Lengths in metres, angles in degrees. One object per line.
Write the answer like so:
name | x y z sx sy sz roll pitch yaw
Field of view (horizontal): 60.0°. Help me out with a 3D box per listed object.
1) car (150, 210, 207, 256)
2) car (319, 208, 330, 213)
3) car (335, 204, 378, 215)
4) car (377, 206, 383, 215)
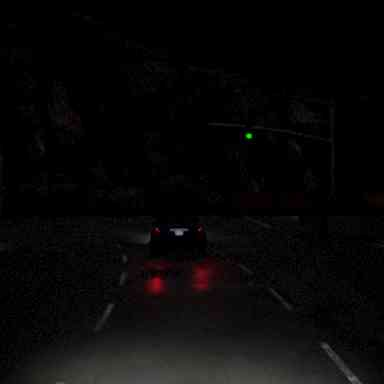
car | -0.677 1.550 14.196 2.097 1.767 4.553 0 -1 -5
car | 16.650 1.948 35.815 5.357 1.411 2.033 0 -1 0
car | 16.563 1.879 32.309 4.674 1.442 1.812 0 -1 0
car | 16.968 1.819 25.315 4.181 1.385 1.994 0 -1 0
